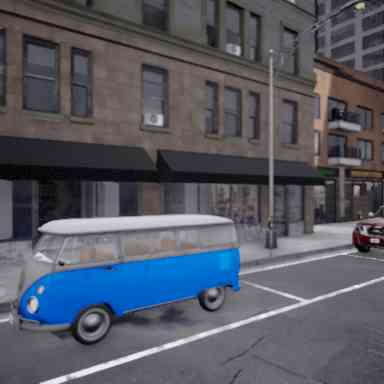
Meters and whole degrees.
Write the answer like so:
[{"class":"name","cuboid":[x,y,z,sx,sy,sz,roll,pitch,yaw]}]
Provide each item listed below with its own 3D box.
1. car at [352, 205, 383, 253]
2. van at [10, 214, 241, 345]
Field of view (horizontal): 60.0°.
[{"class":"car","cuboid":[8.159,1.308,12.583,5.009,1.841,2.192,0,0,-35]},{"class":"van","cuboid":[-0.937,1.341,6.096,3.998,1.788,1.690,0,0,-36]}]
